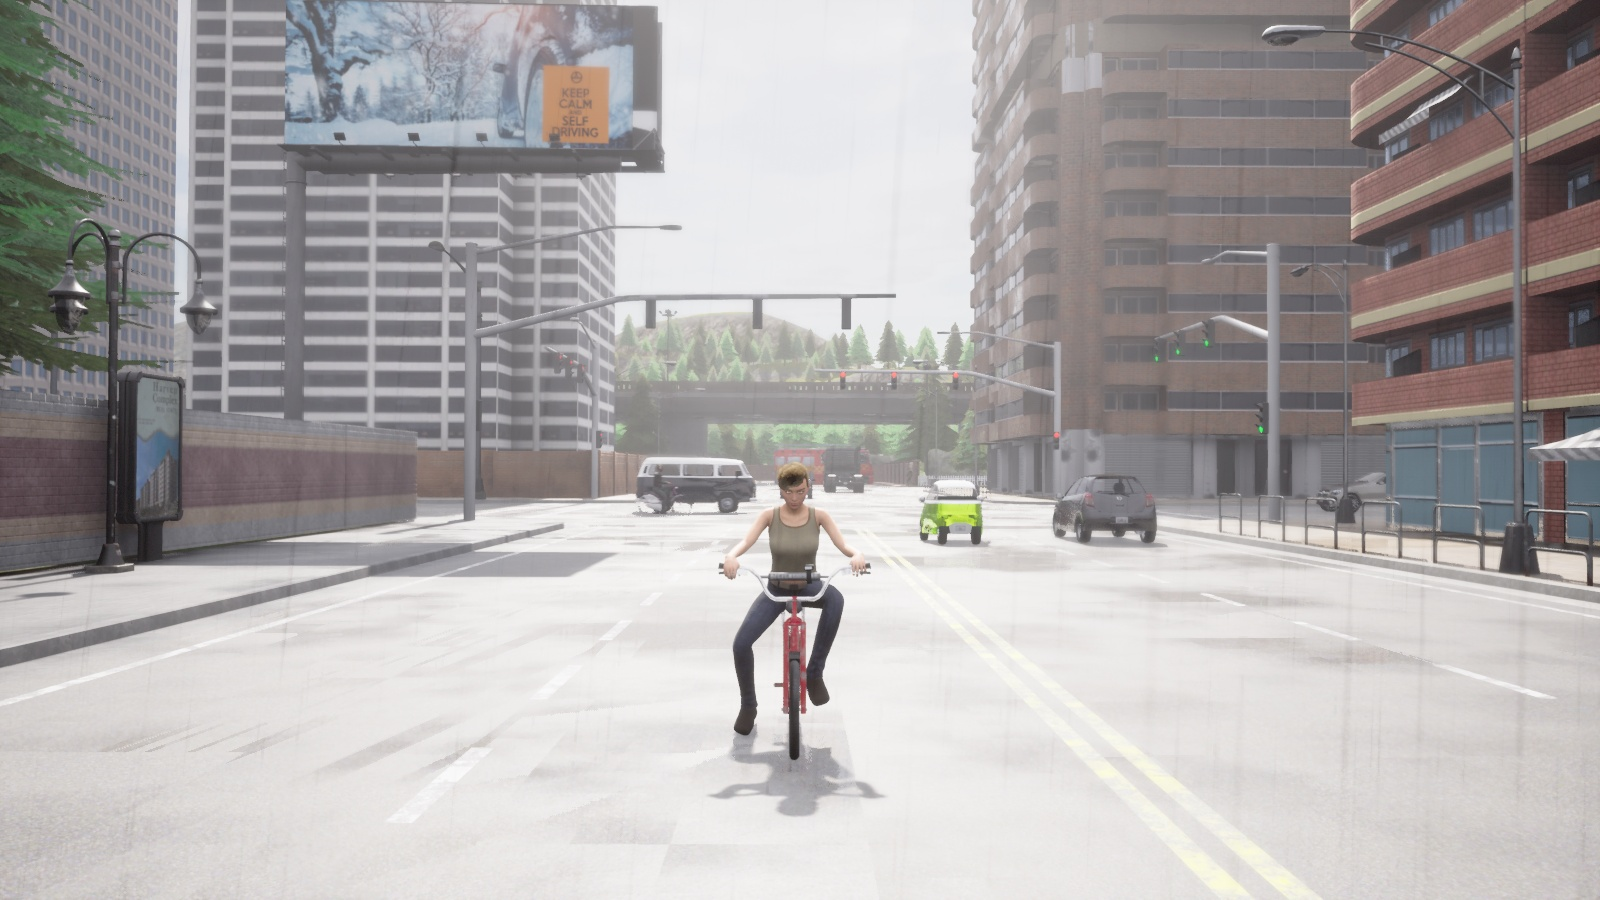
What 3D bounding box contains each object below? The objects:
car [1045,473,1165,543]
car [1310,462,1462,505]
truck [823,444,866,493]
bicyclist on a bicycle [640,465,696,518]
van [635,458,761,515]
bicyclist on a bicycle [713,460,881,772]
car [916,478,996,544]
[{"bbox_3d":[6.923,1.284,28.835,1.845,1.501,3.633,0,-1,0],"label":"car"},{"bbox_3d":[23.241,1.337,49.939,5.027,1.651,2.152,0,-1,0],"label":"car"},{"bbox_3d":[3.248,1.386,93.548,2.891,3.462,7.936,0,-1,0],"label":"truck"},{"bbox_3d":[-4.501,1.424,43.012,1.843,1.776,0.659,0,-1,0],"label":"bicyclist on a bicycle"},{"bbox_3d":[-3.724,1.332,46.512,4.480,2.038,2.069,0,-1,0],"label":"van"},{"bbox_3d":[-0.027,0.873,7.275,0.866,1.612,1.509,0,-1,-1],"label":"bicyclist on a bicycle"},{"bbox_3d":[3.426,1.322,27.811,1.481,1.376,2.207,0,-1,0],"label":"car"}]
